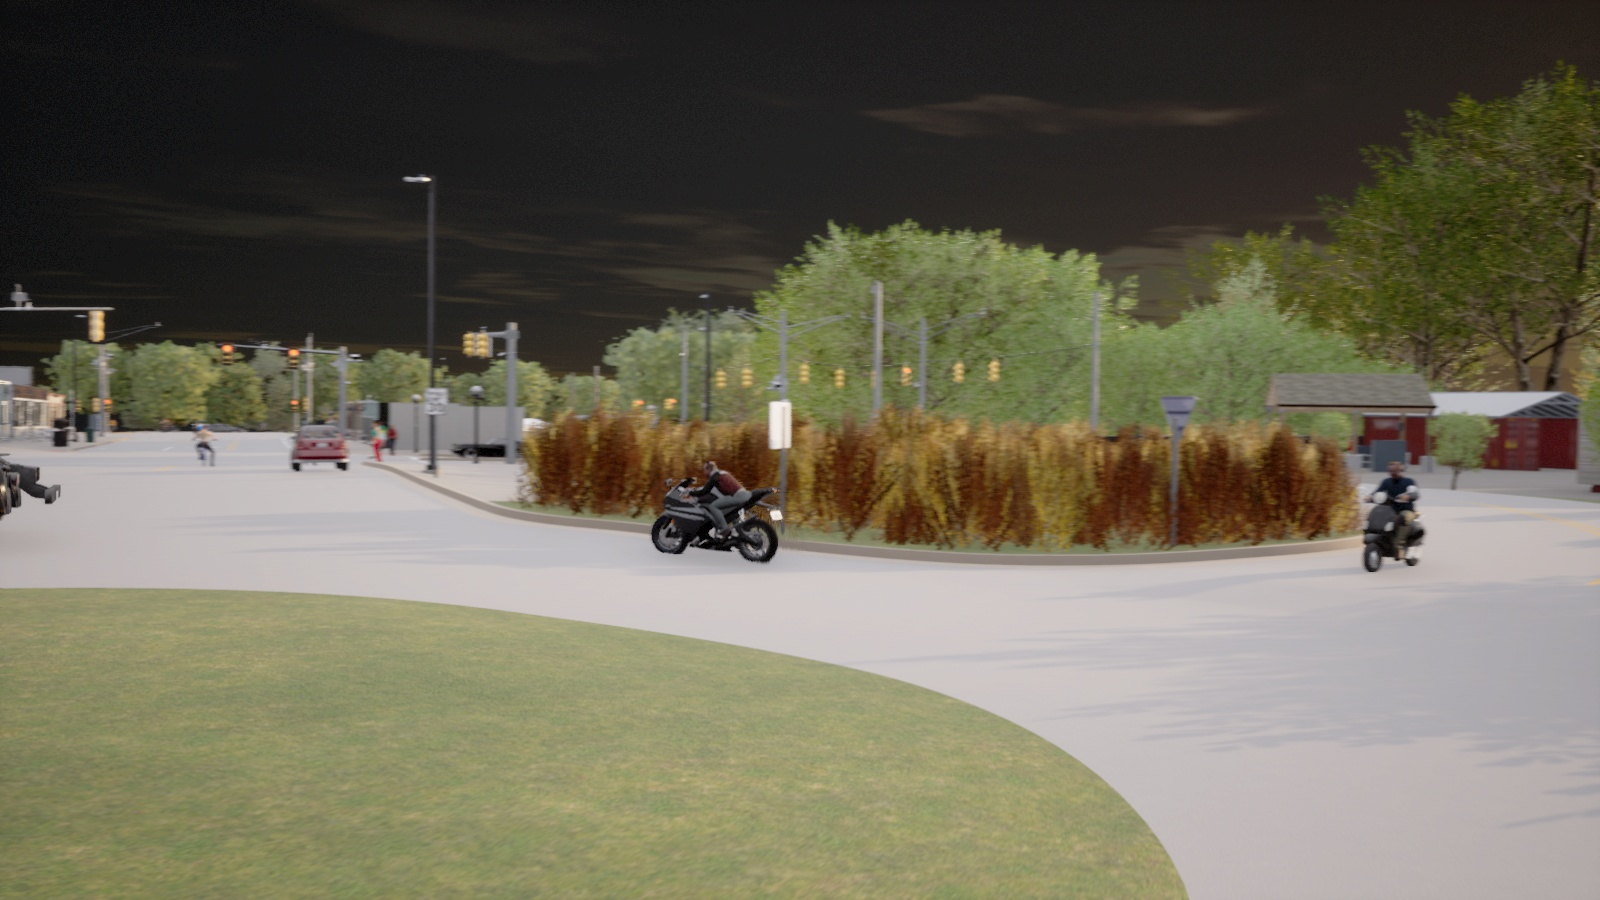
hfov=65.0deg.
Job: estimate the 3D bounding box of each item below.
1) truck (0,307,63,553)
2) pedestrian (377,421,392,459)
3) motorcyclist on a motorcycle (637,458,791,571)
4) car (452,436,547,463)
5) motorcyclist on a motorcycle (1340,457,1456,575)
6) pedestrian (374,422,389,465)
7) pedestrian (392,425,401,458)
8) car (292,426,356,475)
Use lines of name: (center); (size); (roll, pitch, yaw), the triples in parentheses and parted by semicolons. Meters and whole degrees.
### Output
truck: (-14.887, -0.327, 17.370); (7.936, 3.462, 2.891); (1, 0, -28)
pedestrian: (-21.442, -0.525, 64.774); (0.659, 1.952, 0.873); (0, 2, -22)
motorcyclist on a motorcycle: (-1.327, 0.957, 19.321); (2.191, 1.530, 0.866); (3, 3, 27)
car: (-16.659, -0.019, 69.646); (4.718, 1.301, 1.895); (1, 1, -28)
motorcyclist on a motorcycle: (8.744, 0.922, 18.335); (1.817, 1.590, 0.866); (-1, 1, -41)
pedestrian: (-17.769, -0.277, 53.288); (0.594, 1.836, 0.345); (0, 2, -21)
pedestrian: (-23.137, -0.485, 72.012); (0.331, 1.846, 0.636); (0, 2, 1)
car: (-16.038, -0.019, 42.212); (1.789, 1.549, 3.705); (-1, 1, -24)
